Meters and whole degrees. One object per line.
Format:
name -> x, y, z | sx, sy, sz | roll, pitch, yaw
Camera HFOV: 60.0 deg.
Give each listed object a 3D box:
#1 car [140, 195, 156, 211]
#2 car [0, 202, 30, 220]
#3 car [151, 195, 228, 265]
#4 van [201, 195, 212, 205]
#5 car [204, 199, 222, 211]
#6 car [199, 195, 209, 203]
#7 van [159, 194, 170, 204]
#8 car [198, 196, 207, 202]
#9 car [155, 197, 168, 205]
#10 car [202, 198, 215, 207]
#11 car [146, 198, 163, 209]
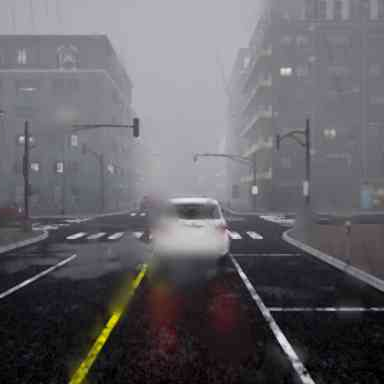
car -> -5.309, 1.348, 41.979 | 2.192, 1.841, 5.009 | 0, 0, 0
car -> -16.912, 1.666, 29.820 | 4.097, 1.590, 1.967 | -1, 1, 0
car -> -0.011, 1.230, 11.903 | 2.150, 2.045, 5.566 | 0, 0, -1
van -> 2.574, 1.380, 58.635 | 1.690, 1.788, 3.998 | 0, 0, 0
car -> 2.571, 1.599, 41.978 | 1.947, 1.339, 4.313 | 0, 0, 0
car -> 2.575, 1.482, 69.738 | 1.967, 1.590, 4.097 | 0, 0, 0
van -> -5.306, 1.382, 64.187 | 1.690, 1.788, 3.998 | 0, 0, 0
car -> 2.577, 1.595, 80.843 | 2.008, 1.369, 4.403 | 0, 0, 0
car -> -5.307, 1.584, 58.635 | 1.887, 1.381, 4.507 | 0, 0, 0
car -> 2.573, 1.619, 53.082 | 1.802, 1.307, 4.206 | 0, 0, 0
car -> -5.308, 1.580, 47.531 | 1.887, 1.381, 4.507 | 0, 0, 0
